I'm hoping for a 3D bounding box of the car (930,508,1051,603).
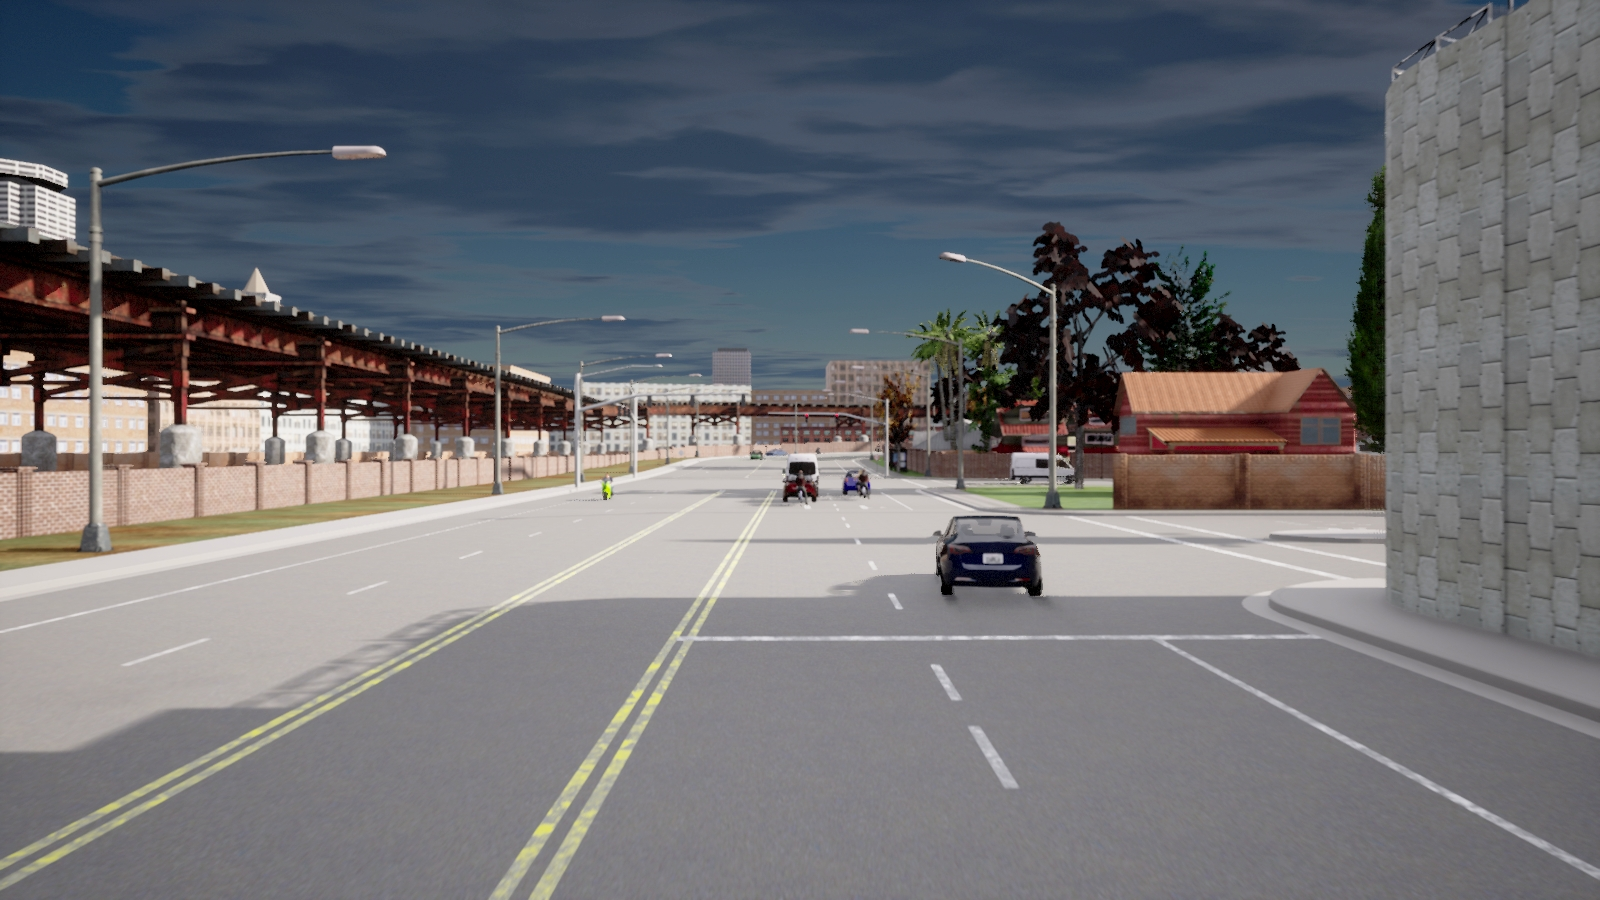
[{"bbox_3d":[3.791,2.059,23.482,2.163,1.488,4.792,0,0,6],"label":"car"}]

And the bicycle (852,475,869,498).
[{"bbox_3d":[3.532,2.134,66.893,0.859,1.301,1.487,0,0,0],"label":"bicycle"}]

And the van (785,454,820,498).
[{"bbox_3d":[0.102,1.523,69.169,1.988,2.561,5.915,0,0,-1],"label":"van"}]

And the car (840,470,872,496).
[{"bbox_3d":[3.502,2.026,71.489,1.845,1.501,3.633,0,0,0],"label":"car"}]

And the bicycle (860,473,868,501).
[{"bbox_3d":[3.540,2.037,63.265,0.329,1.496,1.835,0,0,0],"label":"bicycle"}]

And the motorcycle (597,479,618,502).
[{"bbox_3d":[-10.467,2.202,62.306,0.803,1.145,2.033,0,0,0],"label":"motorcycle"}]

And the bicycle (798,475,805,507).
[{"bbox_3d":[0.079,2.036,56.982,0.329,1.496,1.835,-1,0,0],"label":"bicycle"}]

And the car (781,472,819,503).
[{"bbox_3d":[-0.007,2.029,62.188,2.007,1.525,4.514,0,0,0],"label":"car"}]
